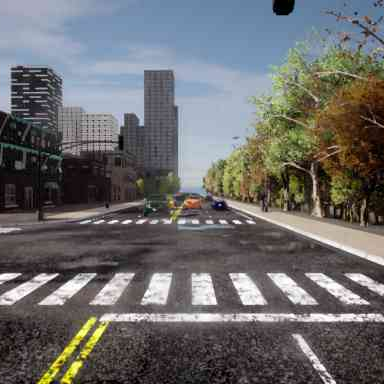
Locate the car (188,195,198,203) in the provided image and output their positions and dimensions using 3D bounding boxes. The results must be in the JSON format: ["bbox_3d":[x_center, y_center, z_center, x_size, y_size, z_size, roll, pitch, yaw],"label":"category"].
[{"bbox_3d":[0.202,1.450,69.535,1.882,1.535,5.008,0,0,0],"label":"car"}]

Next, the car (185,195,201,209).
[{"bbox_3d":[0.167,1.336,45.868,2.097,1.767,4.553,0,0,0],"label":"car"}]

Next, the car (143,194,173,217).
[{"bbox_3d":[-3.296,1.211,32.094,2.150,2.045,5.566,0,0,0],"label":"car"}]

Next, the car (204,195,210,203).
[{"bbox_3d":[3.448,1.478,67.376,1.837,1.490,4.892,0,0,0],"label":"car"}]

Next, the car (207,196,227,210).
[{"bbox_3d":[3.412,1.549,42.641,1.994,1.385,4.181,0,0,0],"label":"car"}]

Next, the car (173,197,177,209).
[{"bbox_3d":[-3.277,1.463,42.276,1.882,1.535,5.008,0,0,0],"label":"car"}]
